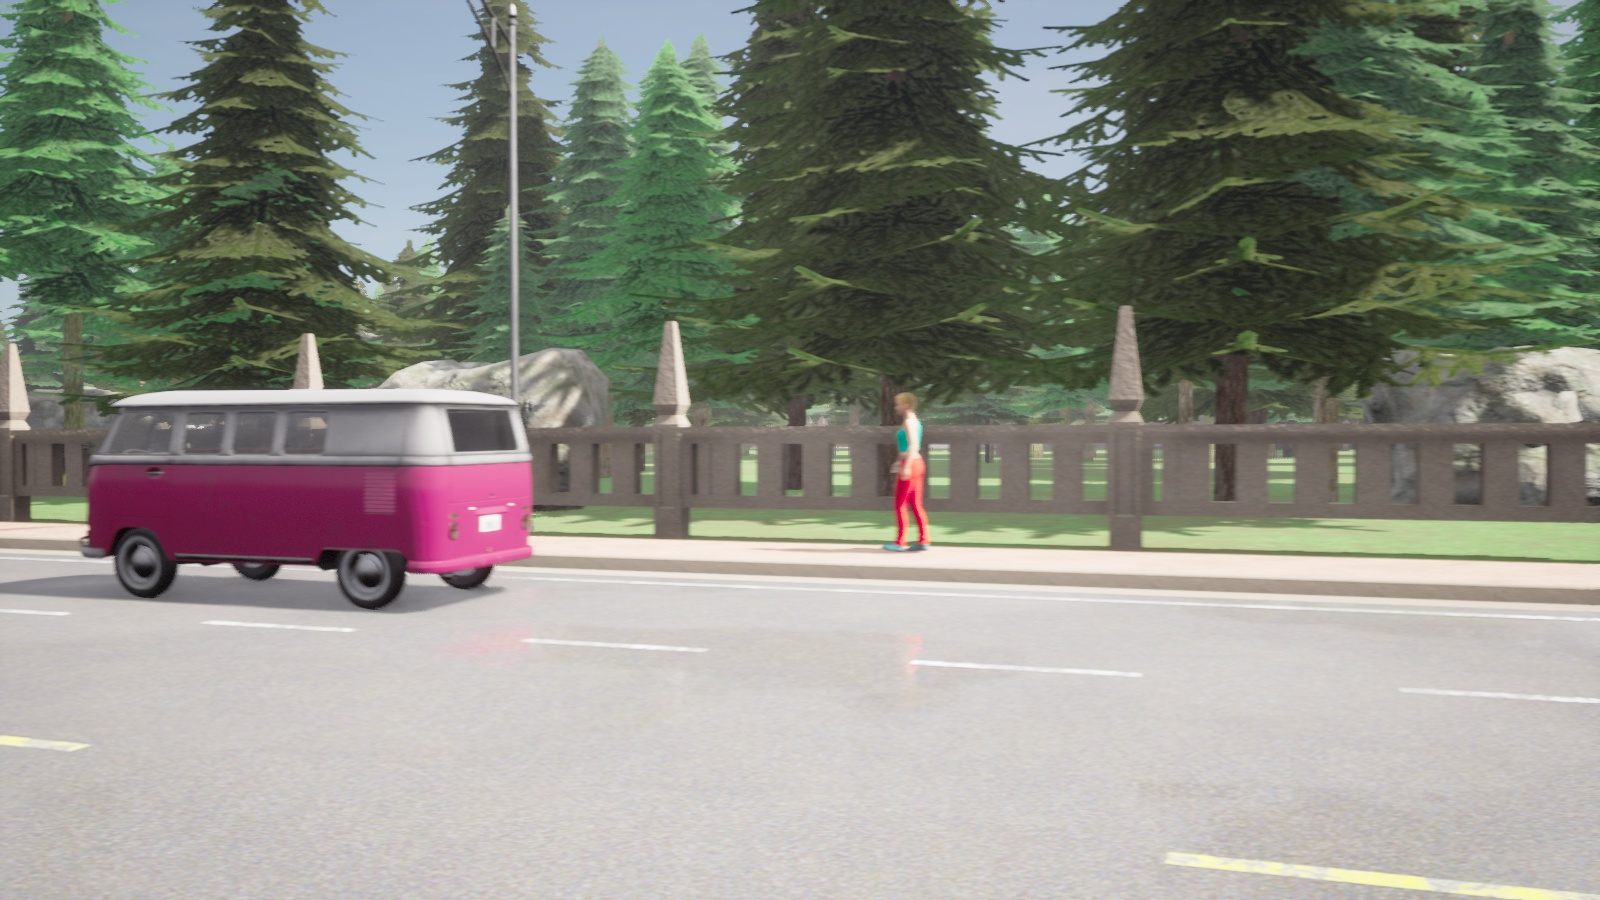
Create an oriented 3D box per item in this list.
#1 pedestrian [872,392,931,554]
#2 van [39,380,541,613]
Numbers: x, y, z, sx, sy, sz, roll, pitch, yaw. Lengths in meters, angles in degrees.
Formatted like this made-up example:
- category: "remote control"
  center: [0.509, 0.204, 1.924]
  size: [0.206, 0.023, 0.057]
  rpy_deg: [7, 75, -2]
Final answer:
- category: "pedestrian"
  center: [1.170, 0.258, 14.445]
  size: [0.594, 1.836, 0.345]
  rpy_deg: [1, 1, 20]
- category: "van"
  center: [-4.944, 0.365, 12.238]
  size: [4.442, 1.987, 1.775]
  rpy_deg: [1, 1, 19]
